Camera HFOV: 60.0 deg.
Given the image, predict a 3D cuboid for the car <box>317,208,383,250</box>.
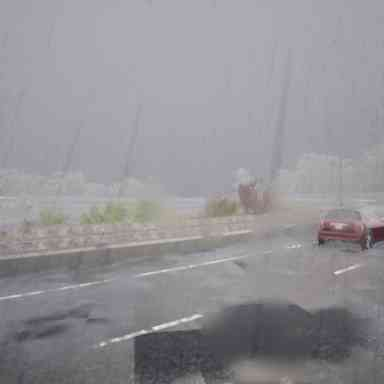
[{"bbox_3d":[7.716,1.534,15.539,4.553,1.767,2.097,1,-1,-44],"label":"car"}]
